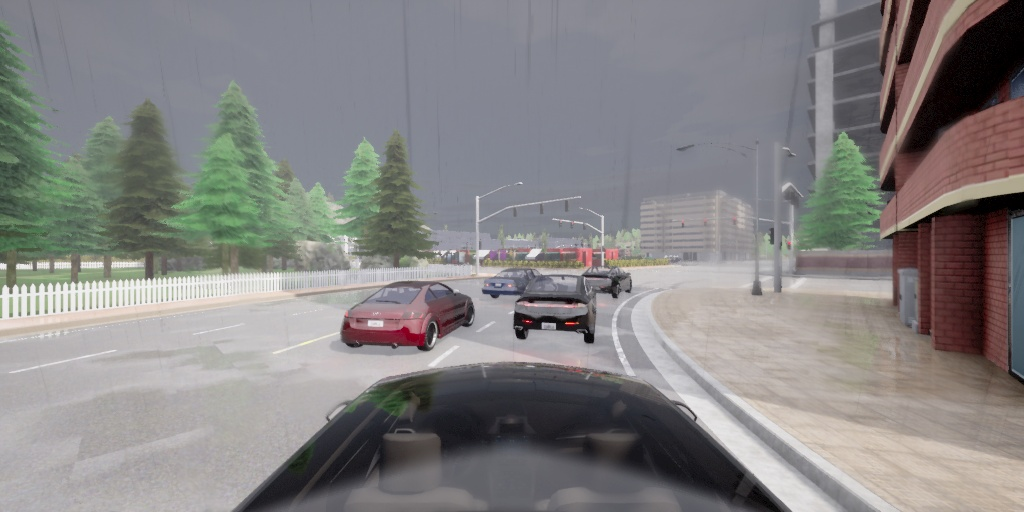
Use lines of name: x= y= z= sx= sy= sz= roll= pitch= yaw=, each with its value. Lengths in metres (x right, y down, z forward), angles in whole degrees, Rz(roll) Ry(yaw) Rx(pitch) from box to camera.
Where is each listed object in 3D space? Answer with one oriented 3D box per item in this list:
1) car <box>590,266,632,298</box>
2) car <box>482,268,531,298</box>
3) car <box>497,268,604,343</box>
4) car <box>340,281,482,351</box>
car: x=4.846 y=1.236 z=18.345 sx=2.128 sy=1.511 sz=4.902 roll=1 pitch=1 yaw=29
car: x=0.473 y=1.297 z=17.834 sx=2.033 sy=1.411 sz=5.357 roll=0 pitch=0 yaw=25
car: x=1.349 y=1.242 z=9.787 sx=2.128 sy=1.511 sz=4.902 roll=0 pitch=0 yaw=14
car: x=-2.361 y=1.314 z=9.117 sx=1.994 sy=1.385 sz=4.181 roll=0 pitch=0 yaw=10
